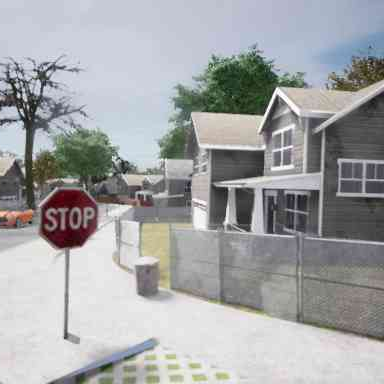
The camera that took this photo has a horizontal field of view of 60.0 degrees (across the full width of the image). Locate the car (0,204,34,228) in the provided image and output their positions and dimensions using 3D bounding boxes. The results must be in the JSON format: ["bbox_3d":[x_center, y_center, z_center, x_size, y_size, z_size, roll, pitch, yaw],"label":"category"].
[{"bbox_3d":[-13.604,1.691,25.067,2.097,1.767,4.553,1,-1,-8],"label":"car"}]
